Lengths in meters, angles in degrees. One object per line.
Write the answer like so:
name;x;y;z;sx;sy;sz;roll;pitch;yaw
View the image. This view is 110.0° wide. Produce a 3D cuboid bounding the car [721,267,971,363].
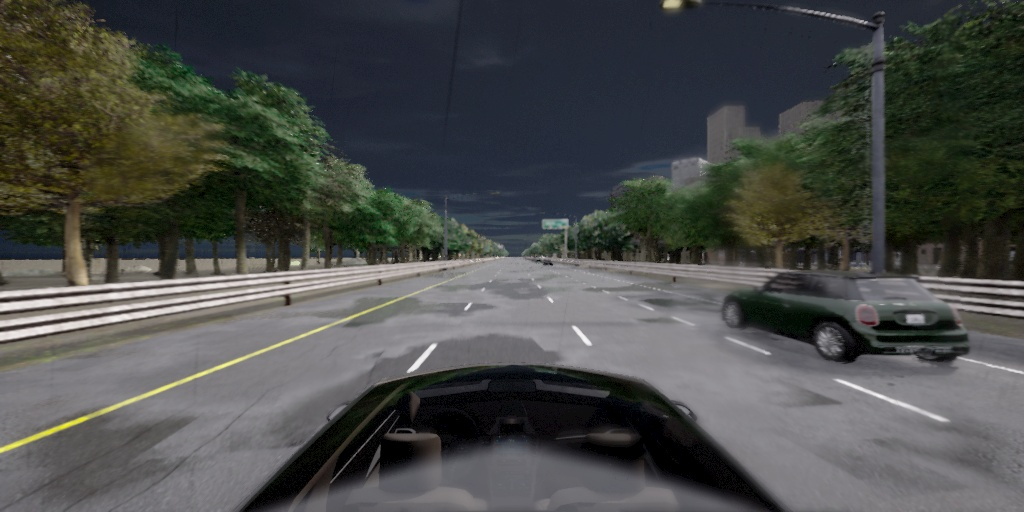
car;7.003;1.106;8.344;2.097;1.767;4.553;0;0;0
